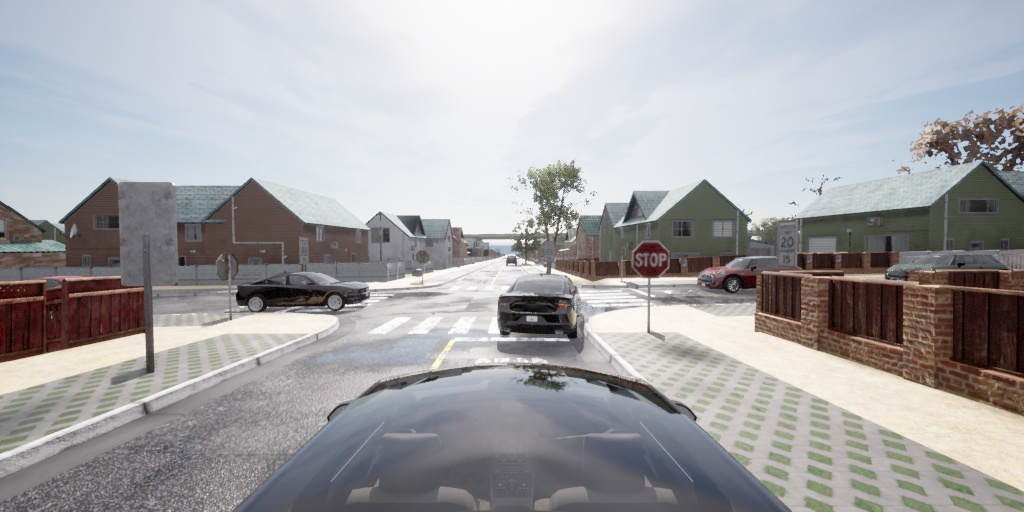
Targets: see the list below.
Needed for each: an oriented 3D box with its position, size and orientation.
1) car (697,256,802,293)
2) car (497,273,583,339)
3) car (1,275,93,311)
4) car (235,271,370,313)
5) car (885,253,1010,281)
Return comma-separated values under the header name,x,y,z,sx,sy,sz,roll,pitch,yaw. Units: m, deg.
name,x,y,z,sx,sy,sz,roll,pitch,yaw
car,11.789,0.820,17.884,4.553,1.767,2.097,-1,2,0
car,0.948,1.224,10.262,1.882,1.535,5.008,0,0,12
car,-18.035,1.547,14.705,5.008,1.535,1.882,-1,2,0
car,-8.483,1.377,14.778,5.008,1.535,1.882,-1,2,0
car,21.684,0.646,17.966,4.553,1.767,2.097,-1,2,0
